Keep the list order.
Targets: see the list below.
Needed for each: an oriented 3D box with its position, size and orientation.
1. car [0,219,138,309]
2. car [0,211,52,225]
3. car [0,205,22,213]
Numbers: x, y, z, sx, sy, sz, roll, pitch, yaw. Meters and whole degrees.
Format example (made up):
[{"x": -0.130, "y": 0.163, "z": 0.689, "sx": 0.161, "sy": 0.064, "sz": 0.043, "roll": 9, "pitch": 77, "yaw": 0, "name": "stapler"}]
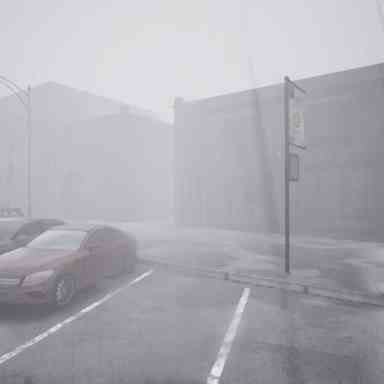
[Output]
[{"x": -2.878, "y": 1.529, "z": 8.147, "sx": 2.002, "sy": 1.452, "sz": 4.674, "roll": 1, "pitch": -1, "yaw": 16, "name": "car"}, {"x": -5.327, "y": 1.520, "z": 9.864, "sx": 2.163, "sy": 1.488, "sz": 4.792, "roll": 0, "pitch": -1, "yaw": 16, "name": "car"}, {"x": -7.747, "y": 1.369, "z": 11.673, "sx": 2.185, "sy": 1.767, "sz": 4.553, "roll": 0, "pitch": -1, "yaw": 16, "name": "car"}]
